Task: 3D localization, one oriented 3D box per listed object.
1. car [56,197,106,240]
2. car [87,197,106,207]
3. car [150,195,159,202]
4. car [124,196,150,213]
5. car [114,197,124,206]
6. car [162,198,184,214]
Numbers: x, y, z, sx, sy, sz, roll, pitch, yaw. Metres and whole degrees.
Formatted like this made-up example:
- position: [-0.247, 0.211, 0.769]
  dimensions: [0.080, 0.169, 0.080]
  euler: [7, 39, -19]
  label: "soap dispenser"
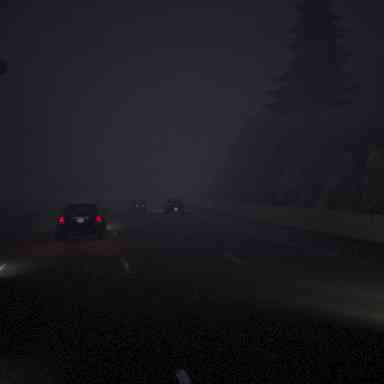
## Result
- position: [-5.497, 1.309, 16.950]
  dimensions: [2.097, 1.767, 4.553]
  euler: [0, 0, -14]
  label: "car"
- position: [-14.355, 1.433, 50.144]
  dimensions: [1.994, 1.385, 4.181]
  euler: [0, 0, -4]
  label: "car"
- position: [-7.789, 1.303, 66.953]
  dimensions: [1.812, 1.442, 4.674]
  euler: [0, -1, 1]
  label: "car"
- position: [-5.875, 1.434, 35.855]
  dimensions: [2.033, 1.411, 5.357]
  euler: [0, 0, -8]
  label: "car"
- position: [-11.057, 1.446, 52.656]
  dimensions: [1.895, 1.301, 4.718]
  euler: [0, 0, -3]
  label: "car"
- position: [-1.962, 1.378, 34.265]
  dimensions: [1.837, 1.490, 4.892]
  euler: [-1, 0, -10]
  label: "car"
